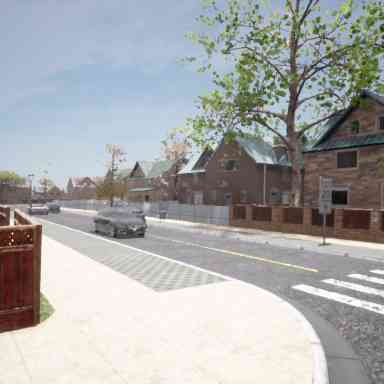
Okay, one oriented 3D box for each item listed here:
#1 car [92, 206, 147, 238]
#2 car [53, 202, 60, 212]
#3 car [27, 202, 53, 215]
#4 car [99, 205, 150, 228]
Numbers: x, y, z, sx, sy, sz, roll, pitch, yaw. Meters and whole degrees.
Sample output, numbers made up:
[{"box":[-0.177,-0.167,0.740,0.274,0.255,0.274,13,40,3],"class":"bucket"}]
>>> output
[{"box":[-4.297,1.702,19.120,1.837,1.490,4.892,2,-2,-34],"class":"car"},{"box":[-20.416,2.159,48.133,2.128,1.511,4.902,2,-2,-34],"class":"car"},{"box":[-18.782,2.103,40.604,1.895,1.301,4.718,2,-2,-34],"class":"car"},{"box":[-5.357,1.832,25.937,2.128,1.511,4.902,2,-2,-34],"class":"car"}]
